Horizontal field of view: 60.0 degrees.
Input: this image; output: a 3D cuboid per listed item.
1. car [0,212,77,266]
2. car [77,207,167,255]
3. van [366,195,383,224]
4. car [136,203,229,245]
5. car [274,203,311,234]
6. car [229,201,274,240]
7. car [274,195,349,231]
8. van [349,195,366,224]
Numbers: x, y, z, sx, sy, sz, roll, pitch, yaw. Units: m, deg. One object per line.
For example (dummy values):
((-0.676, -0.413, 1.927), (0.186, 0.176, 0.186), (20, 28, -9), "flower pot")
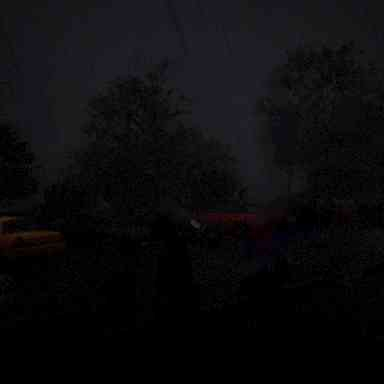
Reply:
((-6.601, 1.499, 11.533), (5.366, 1.575, 1.946), (-1, 0, 34), "car")
((-3.661, 1.520, 13.397), (4.792, 1.488, 2.163), (-1, -1, 34), "car")
((11.254, 1.217, 24.004), (4.442, 1.987, 1.878), (-1, -1, 34), "van")
((-0.955, 1.357, 15.406), (4.553, 1.767, 2.185), (-1, -1, 34), "car")
((3.907, 1.507, 18.858), (4.674, 1.452, 2.002), (-1, -1, 34), "car")
((1.511, 1.349, 17.099), (4.553, 1.767, 2.185), (-1, 0, 34), "car")
((6.297, 1.209, 20.607), (5.566, 2.045, 2.435), (-1, 0, 34), "car")
((8.838, 1.225, 22.265), (4.442, 1.987, 1.878), (-1, -1, 34), "van")
